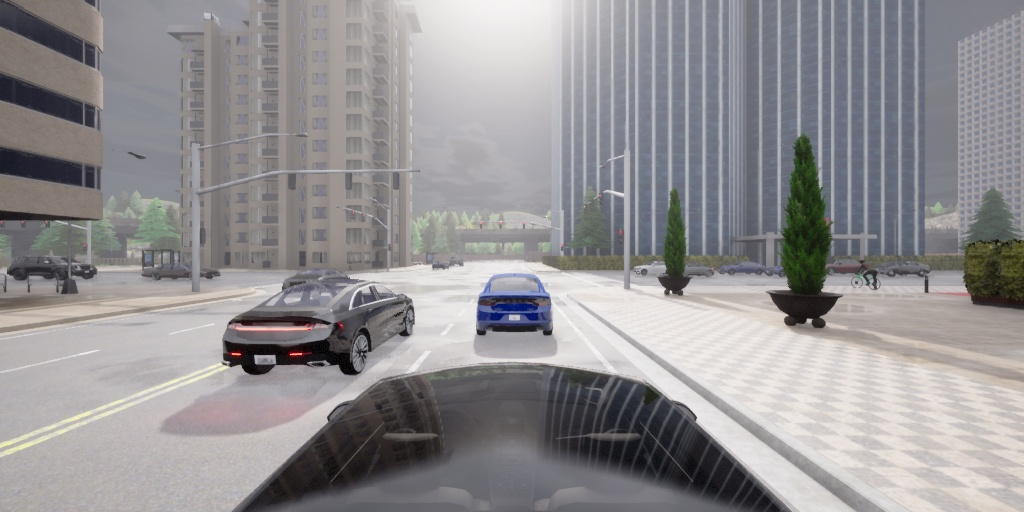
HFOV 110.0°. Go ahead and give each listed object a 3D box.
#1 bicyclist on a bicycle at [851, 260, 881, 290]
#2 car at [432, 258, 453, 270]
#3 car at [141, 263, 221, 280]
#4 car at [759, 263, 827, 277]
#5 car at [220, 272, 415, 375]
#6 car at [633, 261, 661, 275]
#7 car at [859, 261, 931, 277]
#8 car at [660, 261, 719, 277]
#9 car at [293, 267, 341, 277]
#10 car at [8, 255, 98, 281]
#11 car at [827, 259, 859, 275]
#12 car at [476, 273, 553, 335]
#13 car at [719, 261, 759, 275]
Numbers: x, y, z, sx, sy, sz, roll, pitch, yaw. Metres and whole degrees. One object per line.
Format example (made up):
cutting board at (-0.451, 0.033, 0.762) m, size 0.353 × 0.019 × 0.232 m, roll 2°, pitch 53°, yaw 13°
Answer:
bicyclist on a bicycle at (19.632, 1.051, 19.926) m, size 0.582 × 1.620 × 1.656 m, roll 0°, pitch 0°, yaw -1°
car at (-10.622, 1.351, 53.614) m, size 1.895 × 1.301 × 4.718 m, roll 0°, pitch 0°, yaw 0°
car at (-27.823, 1.297, 30.204) m, size 5.357 × 1.411 × 2.033 m, roll 0°, pitch 0°, yaw -1°
car at (26.912, 1.276, 34.479) m, size 4.674 × 1.442 × 1.812 m, roll 0°, pitch 0°, yaw 0°
car at (-3.446, 1.242, 7.455) m, size 2.128 × 1.511 × 4.902 m, roll 0°, pitch 0°, yaw 0°
car at (15.190, 1.276, 37.863) m, size 4.674 × 1.442 × 1.812 m, roll 0°, pitch 0°, yaw -1°
car at (37.234, 1.241, 34.577) m, size 4.902 × 1.511 × 2.128 m, roll 0°, pitch 0°, yaw 0°
car at (16.993, 1.314, 34.382) m, size 4.181 × 1.385 × 1.994 m, roll 0°, pitch 0°, yaw -1°
car at (-10.610, 1.314, 19.684) m, size 1.994 × 1.385 × 4.181 m, roll 0°, pitch 0°, yaw 0°
car at (-38.488, 0.971, 30.110) m, size 5.566 × 2.045 × 2.150 m, roll 0°, pitch 0°, yaw 0°
car at (34.358, 1.102, 38.054) m, size 4.553 × 1.767 × 2.097 m, roll 0°, pitch 0°, yaw 0°
car at (0.071, 1.228, 10.493) m, size 1.882 × 1.535 × 5.008 m, roll 0°, pitch 0°, yaw 0°
car at (24.273, 1.276, 37.956) m, size 4.674 × 1.442 × 1.812 m, roll 0°, pitch 0°, yaw 0°
